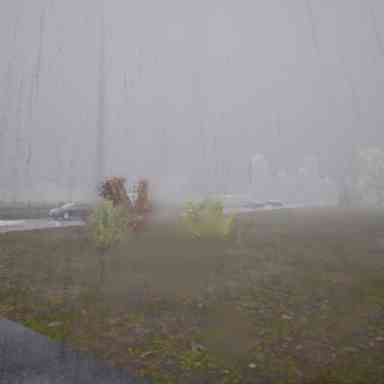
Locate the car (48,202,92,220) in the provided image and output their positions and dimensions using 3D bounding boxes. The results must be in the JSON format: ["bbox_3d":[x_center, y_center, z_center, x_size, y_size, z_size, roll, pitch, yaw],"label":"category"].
[{"bbox_3d":[-10.994,1.745,31.156,1.837,1.490,4.892,-1,-1,36],"label":"car"}]

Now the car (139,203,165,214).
[{"bbox_3d":[-5.215,1.853,39.179,1.837,1.490,4.892,-1,-1,36],"label":"car"}]

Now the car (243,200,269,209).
[{"bbox_3d":[10.128,2.014,54.271,2.128,1.511,4.902,-1,-1,36],"label":"car"}]

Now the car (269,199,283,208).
[{"bbox_3d":[15.312,2.100,61.545,1.882,1.535,5.008,-1,-1,36],"label":"car"}]
